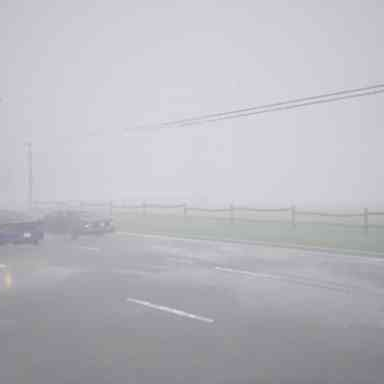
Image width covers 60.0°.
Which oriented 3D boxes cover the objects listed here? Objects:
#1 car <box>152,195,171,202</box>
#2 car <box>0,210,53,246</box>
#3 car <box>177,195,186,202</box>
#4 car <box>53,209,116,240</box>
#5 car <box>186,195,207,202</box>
[{"bbox_3d":[-7.158,1.533,79.094,2.033,1.411,5.357,0,0,36],"label":"car"},{"bbox_3d":[-8.269,1.484,14.066,5.008,1.535,1.882,0,0,36],"label":"car"},{"bbox_3d":[-1.506,1.518,74.964,1.812,1.442,4.674,0,0,36],"label":"car"},{"bbox_3d":[-6.236,1.562,16.916,5.357,1.411,2.033,0,0,36],"label":"car"},{"bbox_3d":[1.338,1.349,72.924,2.097,1.767,4.553,0,0,36],"label":"car"}]
